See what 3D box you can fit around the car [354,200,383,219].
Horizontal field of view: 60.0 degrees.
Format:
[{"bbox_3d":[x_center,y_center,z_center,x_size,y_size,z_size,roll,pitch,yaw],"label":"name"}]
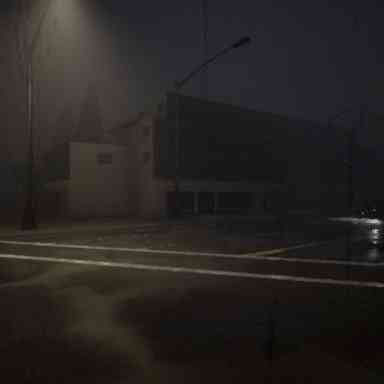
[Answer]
[{"bbox_3d":[15.567,1.377,27.979,4.674,1.442,1.812,-1,1,-35],"label":"car"}]
